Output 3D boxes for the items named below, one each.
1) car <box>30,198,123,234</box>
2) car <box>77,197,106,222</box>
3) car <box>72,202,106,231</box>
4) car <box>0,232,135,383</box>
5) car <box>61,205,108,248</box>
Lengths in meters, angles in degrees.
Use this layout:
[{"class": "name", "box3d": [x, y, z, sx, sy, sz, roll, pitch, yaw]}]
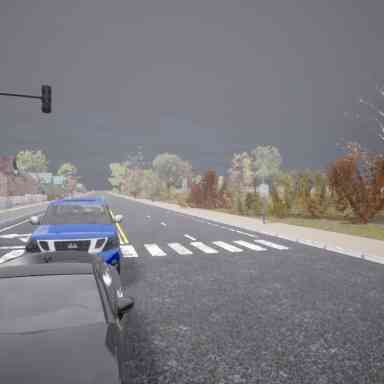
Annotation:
[{"class": "car", "box3d": [-3.364, 1.218, 9.951, 2.150, 2.045, 5.566, 0, 0, -15]}, {"class": "car", "box3d": [-8.219, 1.337, 27.482, 2.097, 1.767, 4.553, 0, 0, -16]}, {"class": "car", "box3d": [-6.636, 1.468, 21.755, 1.882, 1.535, 5.008, 0, 0, -16]}, {"class": "car", "box3d": [-1.700, 1.524, 3.868, 1.812, 1.442, 4.674, 0, 0, -13]}, {"class": "car", "box3d": [-5.045, 1.498, 16.016, 1.837, 1.490, 4.892, 0, 0, -15]}]
